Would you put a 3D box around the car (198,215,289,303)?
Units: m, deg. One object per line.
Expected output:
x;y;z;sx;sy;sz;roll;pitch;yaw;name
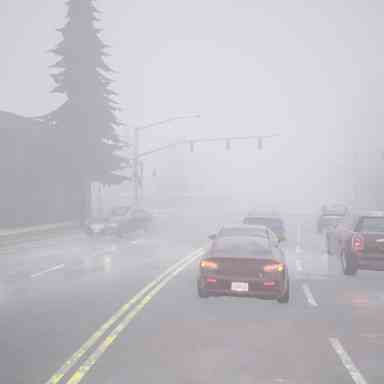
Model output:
1.323;1.526;8.200;1.812;1.442;4.674;0;0;12;car

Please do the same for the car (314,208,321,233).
8.144;1.491;19.104;2.128;1.511;4.902;0;0;20;car

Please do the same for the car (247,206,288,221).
3.827;1.478;17.116;1.882;1.535;5.008;0;0;18;car

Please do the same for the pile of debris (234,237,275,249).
2.728;2.175;14.287;1.500;0.140;1.860;0;0;18;pile of debris

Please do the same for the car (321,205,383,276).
5.506;1.352;10.286;2.097;1.767;4.553;0;0;14;car

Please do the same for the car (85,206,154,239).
-3.601;1.492;17.417;2.128;1.511;4.902;0;0;18;car
